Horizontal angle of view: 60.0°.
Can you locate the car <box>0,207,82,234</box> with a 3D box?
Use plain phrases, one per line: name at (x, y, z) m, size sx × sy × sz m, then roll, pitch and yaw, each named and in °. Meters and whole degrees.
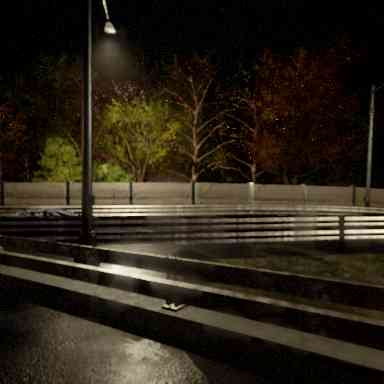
car at (-7.275, 1.482, 15.367) m, size 4.902 × 1.511 × 2.128 m, roll 0°, pitch 0°, yaw -5°
